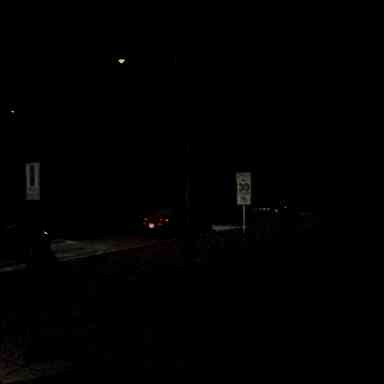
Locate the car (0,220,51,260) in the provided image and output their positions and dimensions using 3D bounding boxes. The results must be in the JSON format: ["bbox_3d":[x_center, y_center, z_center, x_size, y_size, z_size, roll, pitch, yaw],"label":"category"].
[{"bbox_3d":[-6.681,1.325,9.976,2.097,1.767,4.553,-1,0,35],"label":"car"}]

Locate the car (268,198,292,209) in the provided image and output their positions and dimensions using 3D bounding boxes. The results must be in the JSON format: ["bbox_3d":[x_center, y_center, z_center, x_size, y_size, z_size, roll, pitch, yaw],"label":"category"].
[{"bbox_3d":[13.068,1.614,49.094,1.812,1.442,4.674,-1,-1,35],"label":"car"}]

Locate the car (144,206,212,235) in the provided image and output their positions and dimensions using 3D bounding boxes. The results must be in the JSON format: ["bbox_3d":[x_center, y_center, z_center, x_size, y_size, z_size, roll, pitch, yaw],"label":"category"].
[{"bbox_3d":[-0.684,1.498,18.442,1.812,1.442,4.674,-1,0,35],"label":"car"}]

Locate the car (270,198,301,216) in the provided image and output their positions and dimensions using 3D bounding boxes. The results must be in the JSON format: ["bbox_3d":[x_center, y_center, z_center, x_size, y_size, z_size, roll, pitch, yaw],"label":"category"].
[{"bbox_3d":[9.026,1.517,32.147,1.812,1.442,4.674,-1,-1,35],"label":"car"}]
